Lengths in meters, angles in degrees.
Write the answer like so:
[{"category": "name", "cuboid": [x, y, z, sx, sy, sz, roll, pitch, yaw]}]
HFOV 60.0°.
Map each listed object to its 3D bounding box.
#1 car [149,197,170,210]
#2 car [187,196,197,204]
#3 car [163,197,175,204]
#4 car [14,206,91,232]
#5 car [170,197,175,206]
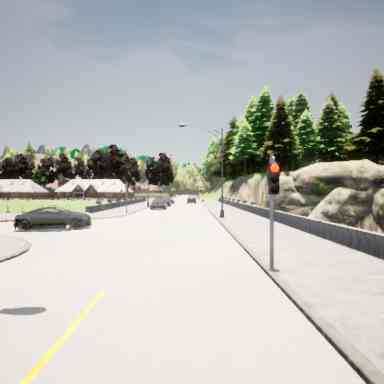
[{"category": "car", "cuboid": [-4.214, 1.515, 42.633, 1.812, 1.442, 4.674, 0, 0, -1]}, {"category": "car", "cuboid": [-0.072, 1.531, 65.132, 2.033, 1.411, 5.357, 0, 0, 0]}, {"category": "car", "cuboid": [-4.225, 1.585, 62.154, 1.895, 1.301, 4.718, 0, 0, 0]}, {"category": "car", "cuboid": [-8.192, 1.557, 19.787, 4.181, 1.385, 1.994, 0, 0, -12]}, {"category": "car", "cuboid": [-4.233, 1.534, 52.341, 2.033, 1.411, 5.357, 0, 0, -1]}]
